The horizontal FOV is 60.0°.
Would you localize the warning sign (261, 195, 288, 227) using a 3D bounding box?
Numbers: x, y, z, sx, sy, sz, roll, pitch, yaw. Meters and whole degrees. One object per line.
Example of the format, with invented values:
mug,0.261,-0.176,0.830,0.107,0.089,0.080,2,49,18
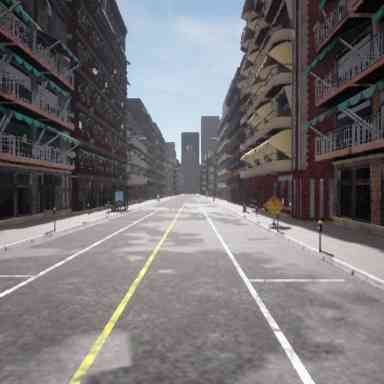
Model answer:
warning sign,4.954,1.111,20.025,1.300,1.860,1.060,1,1,0
